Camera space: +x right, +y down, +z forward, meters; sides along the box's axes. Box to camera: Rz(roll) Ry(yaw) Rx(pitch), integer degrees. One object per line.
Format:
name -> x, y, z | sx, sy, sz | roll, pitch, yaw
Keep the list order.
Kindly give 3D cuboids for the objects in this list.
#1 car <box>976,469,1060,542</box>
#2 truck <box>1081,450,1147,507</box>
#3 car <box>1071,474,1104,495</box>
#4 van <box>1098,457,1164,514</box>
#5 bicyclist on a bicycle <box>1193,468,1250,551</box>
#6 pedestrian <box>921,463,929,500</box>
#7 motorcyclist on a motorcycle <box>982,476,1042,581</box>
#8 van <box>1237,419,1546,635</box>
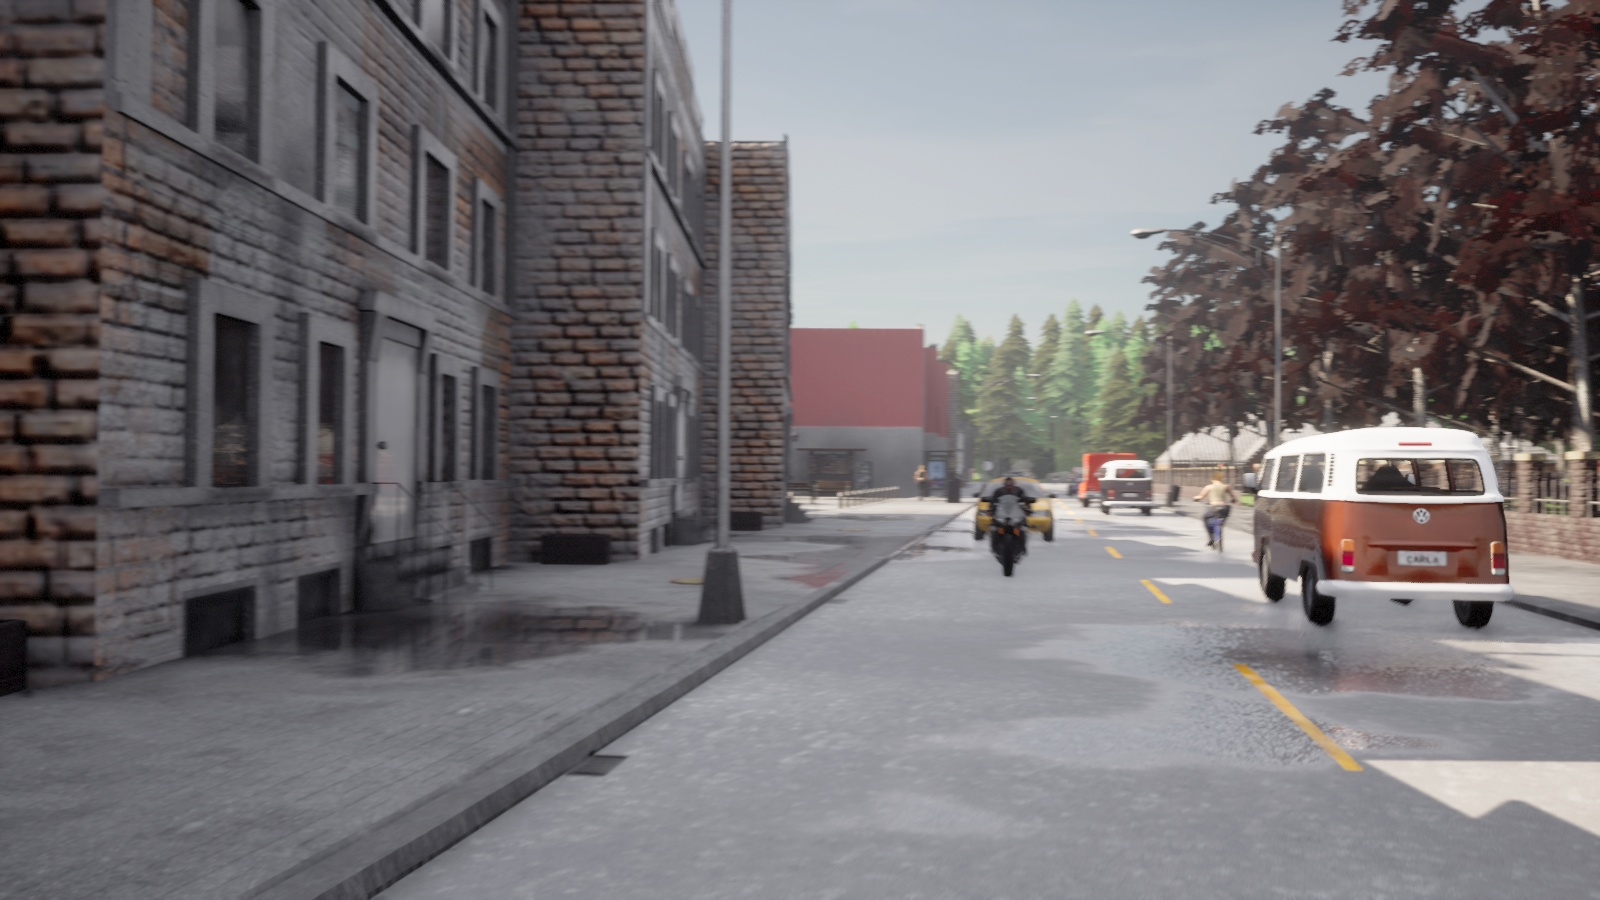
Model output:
car -> 5.239, 1.252, 30.079 | 1.801, 1.575, 5.366 | 0, -1, 10
truck -> 14.371, 1.285, 57.795 | 2.627, 2.467, 5.204 | 0, -1, 11
car -> 19.082, 2.261, 83.499 | 1.994, 1.385, 4.181 | 0, -1, 11
van -> 12.525, 1.325, 47.725 | 2.069, 2.038, 4.480 | 0, -1, 10
bicyclist on a bicycle -> 8.379, 1.162, 25.032 | 0.866, 1.612, 1.509 | 0, -1, 11
pedestrian -> 6.346, 1.586, 63.605 | 0.345, 1.836, 0.594 | 0, -1, 10
motorcyclist on a motorcycle -> 3.315, 1.173, 19.528 | 0.866, 1.530, 2.191 | 0, -1, 10
van -> 6.415, 0.769, 14.241 | 2.069, 2.038, 4.480 | 0, -1, 10
